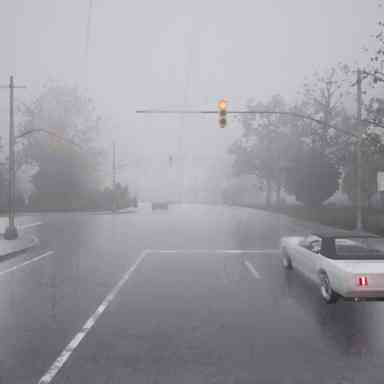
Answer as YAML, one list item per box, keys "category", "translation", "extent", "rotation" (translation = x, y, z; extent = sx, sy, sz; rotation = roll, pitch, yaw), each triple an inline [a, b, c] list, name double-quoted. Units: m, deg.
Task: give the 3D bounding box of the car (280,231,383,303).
- category: "car"
  translation: [3.602, 1.601, 8.129]
  extent: [1.895, 1.301, 4.718]
  rotation: [0, 0, 0]

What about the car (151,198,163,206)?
- category: "car"
  translation: [-7.200, 2.059, 68.554]
  extent: [1.837, 1.490, 4.892]
  rotation: [0, -2, -12]

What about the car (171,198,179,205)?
- category: "car"
  translation: [-4.942, 2.248, 73.752]
  extent: [1.895, 1.301, 4.718]
  rotation: [0, -1, -19]

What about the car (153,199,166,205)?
- category: "car"
  translation: [-8.196, 2.461, 83.078]
  extent: [1.895, 1.301, 4.718]
  rotation: [0, -1, -25]

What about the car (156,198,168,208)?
- category: "car"
  translation: [-4.871, 1.708, 53.895]
  extent: [1.882, 1.535, 5.008]
  rotation: [0, -1, -6]

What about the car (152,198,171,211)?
- category: "car"
  translation: [-4.002, 1.546, 42.566]
  extent: [1.882, 1.535, 5.008]
  rotation: [0, -1, -3]
